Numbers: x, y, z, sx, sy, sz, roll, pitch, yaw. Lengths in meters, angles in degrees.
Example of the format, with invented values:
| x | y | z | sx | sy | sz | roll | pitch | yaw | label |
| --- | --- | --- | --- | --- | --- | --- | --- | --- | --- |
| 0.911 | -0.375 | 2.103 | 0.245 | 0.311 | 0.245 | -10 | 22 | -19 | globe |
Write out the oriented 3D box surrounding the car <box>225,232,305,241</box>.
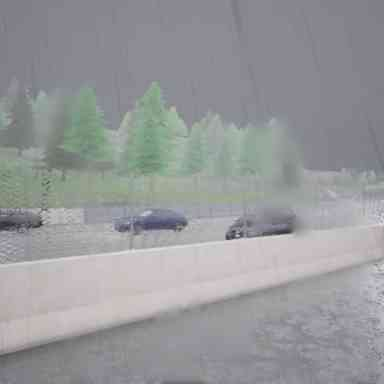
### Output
| x | y | z | sx | sy | sz | roll | pitch | yaw | label |
| --- | --- | --- | --- | --- | --- | --- | --- | --- | --- |
| 3.513 | 1.760 | 15.668 | 4.181 | 1.385 | 1.994 | 1 | -1 | -39 | car |
